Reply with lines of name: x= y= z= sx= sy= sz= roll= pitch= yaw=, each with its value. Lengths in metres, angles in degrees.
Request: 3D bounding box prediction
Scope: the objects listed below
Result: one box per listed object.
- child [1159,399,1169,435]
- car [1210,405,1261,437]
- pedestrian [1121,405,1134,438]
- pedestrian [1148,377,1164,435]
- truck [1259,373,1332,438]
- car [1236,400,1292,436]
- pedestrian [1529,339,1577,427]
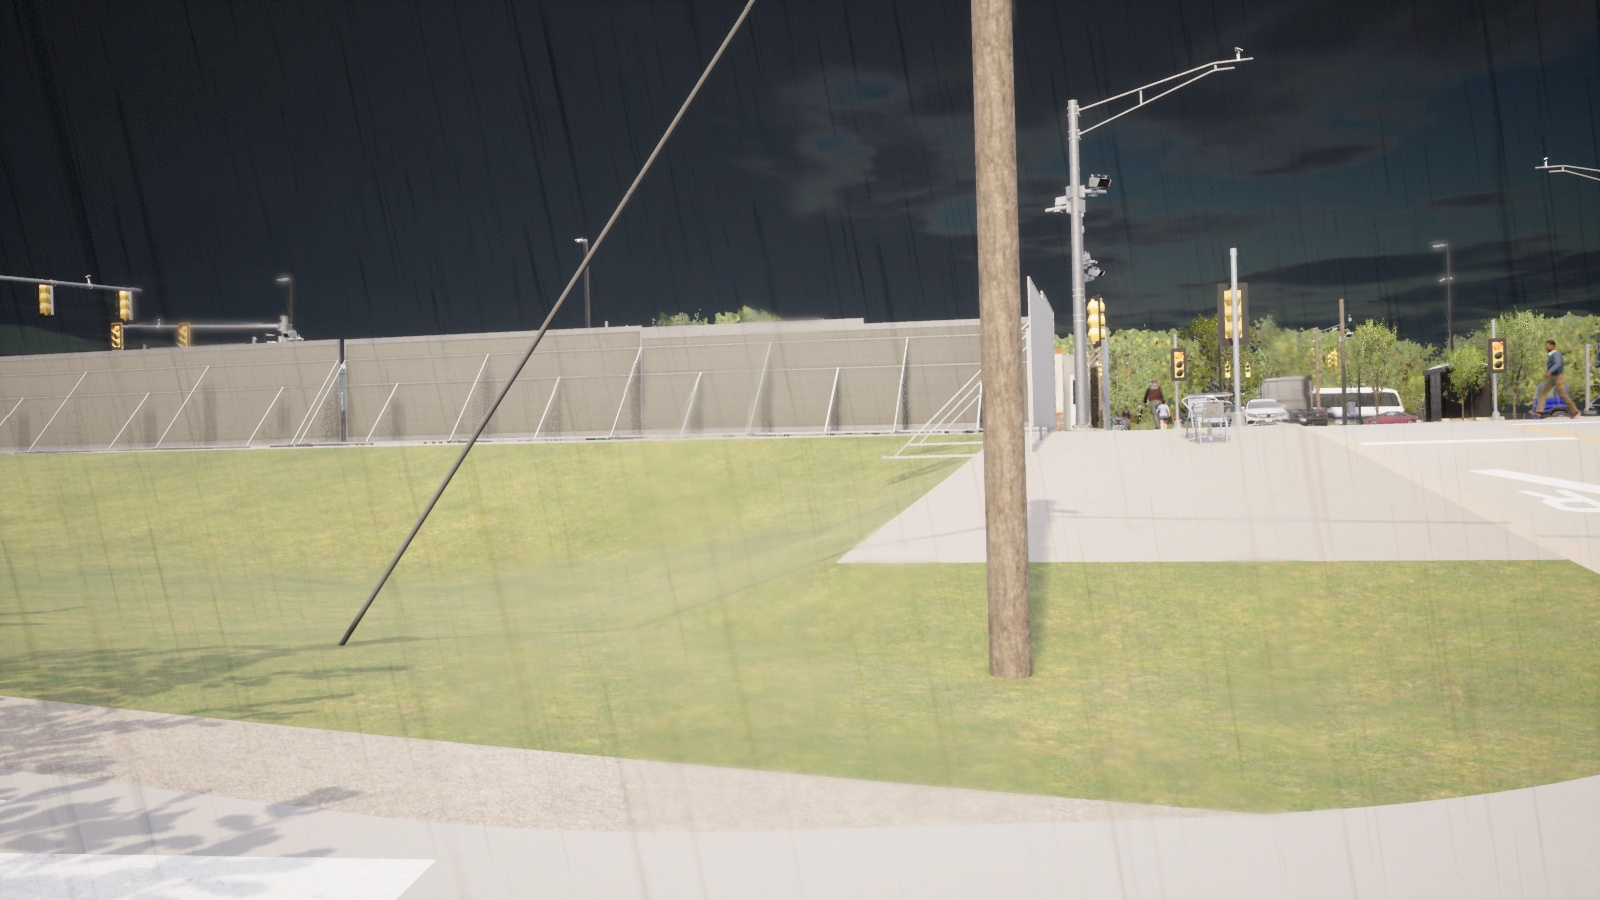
child: x=11.092 y=-1.002 z=38.293 sx=0.255 sy=1.110 sz=0.394 roll=-1 pitch=0 yaw=13
car: x=24.158 y=-1.585 z=69.835 sx=2.242 sy=1.667 sz=4.611 roll=-1 pitch=0 yaw=14
pedestrian: x=18.988 y=-1.625 z=72.887 sx=0.563 sy=1.883 sz=0.849 roll=-1 pitch=0 yaw=24
pedestrian: x=11.553 y=-1.409 z=40.726 sx=0.376 sy=1.854 sz=0.720 roll=-1 pitch=0 yaw=10
truck: x=29.004 y=-2.507 z=73.823 sx=2.891 sy=3.462 sz=7.936 roll=-1 pitch=0 yaw=14
car: x=20.681 y=-1.396 z=56.102 sx=1.812 sy=1.442 sz=4.674 roll=-1 pitch=0 yaw=14
pedestrian: x=17.019 y=-1.498 z=28.379 sx=0.788 sy=1.949 sz=0.423 roll=-1 pitch=0 yaw=6
